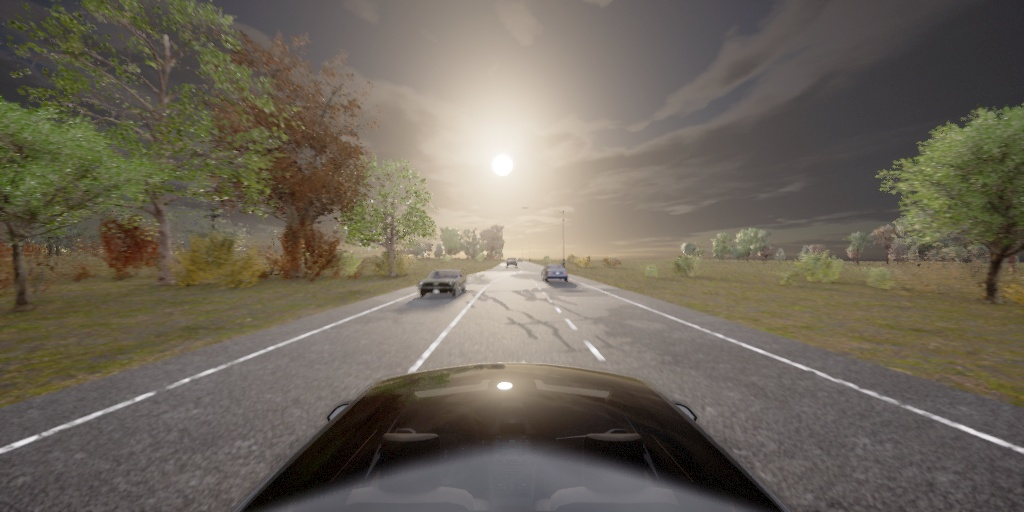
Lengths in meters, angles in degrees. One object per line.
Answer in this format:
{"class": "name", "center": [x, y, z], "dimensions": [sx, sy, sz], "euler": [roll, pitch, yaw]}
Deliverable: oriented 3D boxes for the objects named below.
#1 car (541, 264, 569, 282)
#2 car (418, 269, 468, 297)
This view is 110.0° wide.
{"class": "car", "center": [3.488, 1.370, 29.861], "dimensions": [2.033, 1.411, 5.357], "euler": [0, 0, 0]}
{"class": "car", "center": [-3.594, 1.397, 19.263], "dimensions": [1.895, 1.301, 4.718], "euler": [0, 0, 1]}
